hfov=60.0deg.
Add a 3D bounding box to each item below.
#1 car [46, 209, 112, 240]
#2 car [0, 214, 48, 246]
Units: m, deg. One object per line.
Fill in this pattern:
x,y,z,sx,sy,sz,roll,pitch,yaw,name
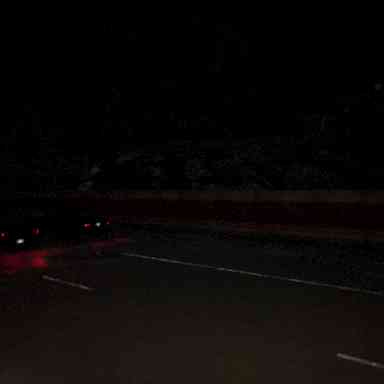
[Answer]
-6.437,1.563,16.977,5.357,1.411,2.033,0,0,35,car
-8.458,1.616,14.119,4.718,1.301,1.895,0,0,35,car
